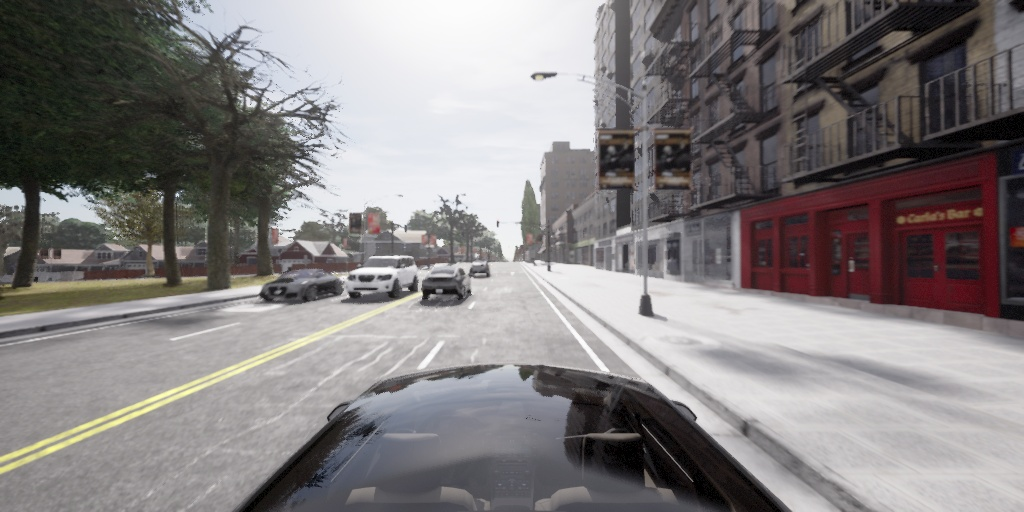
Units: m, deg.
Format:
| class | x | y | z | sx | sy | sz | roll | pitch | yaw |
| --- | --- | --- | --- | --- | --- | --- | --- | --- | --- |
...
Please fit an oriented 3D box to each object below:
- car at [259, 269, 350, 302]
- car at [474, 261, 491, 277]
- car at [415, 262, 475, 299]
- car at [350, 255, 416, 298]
| class | x | y | z | sx | sy | sz | roll | pitch | yaw |
| --- | --- | --- | --- | --- | --- | --- | --- | --- | --- |
| car | -9.775 | 1.317 | 16.975 | 1.994 | 1.385 | 4.181 | 0 | 0 | 0 |
| car | -3.134 | 1.221 | 35.729 | 2.128 | 1.511 | 4.902 | 0 | 0 | 0 |
| car | -3.145 | 1.256 | 17.938 | 1.837 | 1.490 | 4.892 | 0 | 0 | 0 |
| car | -6.503 | 0.977 | 18.684 | 2.150 | 2.045 | 5.566 | 0 | 0 | 0 |
